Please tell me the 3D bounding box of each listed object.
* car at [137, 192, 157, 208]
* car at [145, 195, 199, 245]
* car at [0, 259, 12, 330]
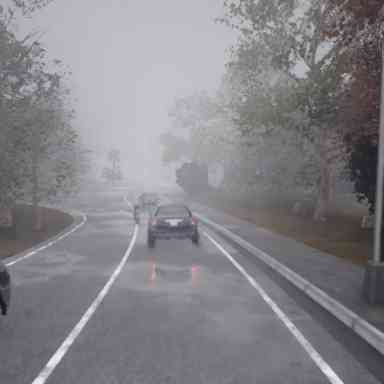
[{"bbox_3d":[-4.295,0.708,33.118,2.033,1.411,5.357,-1,4,-15],"label":"car"},{"bbox_3d":[-0.980,1.258,15.531,2.097,1.767,4.553,-1,1,-7],"label":"car"},{"bbox_3d":[-3.743,1.495,3.361,2.128,1.511,4.902,0,0,-2],"label":"car"}]
